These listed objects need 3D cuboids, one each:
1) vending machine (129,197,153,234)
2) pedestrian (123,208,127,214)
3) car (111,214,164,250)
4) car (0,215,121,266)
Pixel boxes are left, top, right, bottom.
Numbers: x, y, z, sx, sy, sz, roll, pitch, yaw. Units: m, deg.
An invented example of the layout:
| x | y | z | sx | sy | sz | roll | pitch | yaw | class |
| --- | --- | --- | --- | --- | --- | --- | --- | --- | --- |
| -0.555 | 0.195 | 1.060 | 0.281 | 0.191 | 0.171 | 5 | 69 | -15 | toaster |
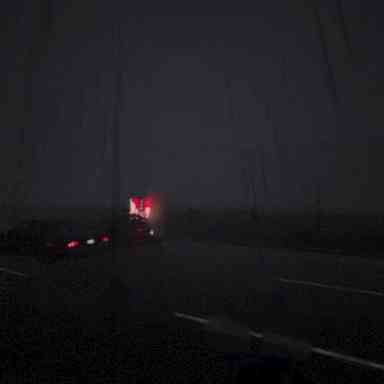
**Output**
| x | y | z | sx | sy | sz | roll | pitch | yaw | class |
| --- | --- | --- | --- | --- | --- | --- | --- | --- | --- |
| -2.999 | 1.326 | 19.594 | 0.880 | 2.100 | 1.100 | -1 | 0 | 35 | vending machine |
| -4.033 | 1.186 | 19.962 | 0.375 | 1.860 | 0.375 | -1 | 0 | 35 | pedestrian |
| -3.261 | 1.671 | 14.906 | 4.181 | 1.385 | 1.994 | -1 | 0 | 35 | car |
| -5.260 | 1.654 | 12.036 | 5.357 | 1.411 | 2.033 | -1 | 0 | 35 | car |
